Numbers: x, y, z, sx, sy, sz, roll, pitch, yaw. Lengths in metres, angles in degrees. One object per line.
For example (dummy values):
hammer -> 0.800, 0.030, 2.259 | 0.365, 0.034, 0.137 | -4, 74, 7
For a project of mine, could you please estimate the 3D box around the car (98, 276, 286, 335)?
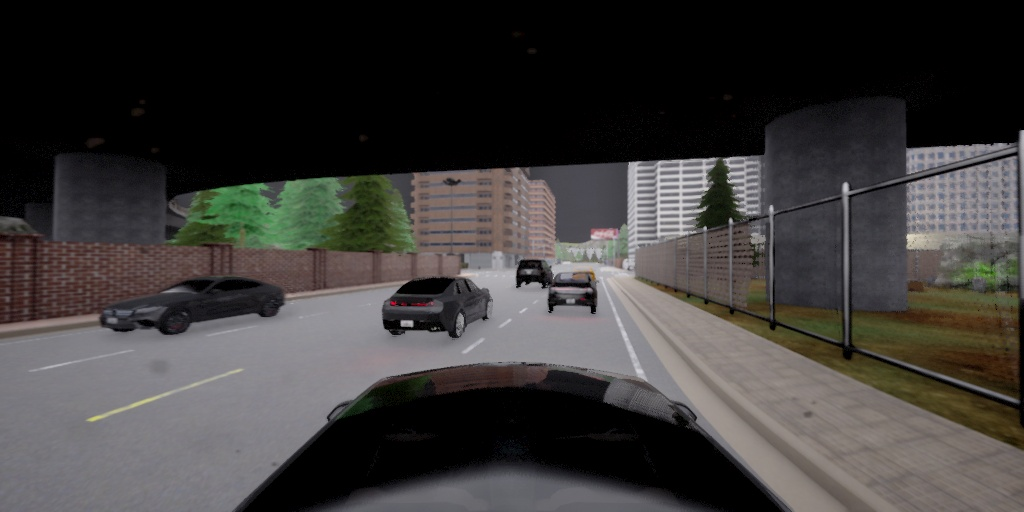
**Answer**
car -> -9.230, 1.344, 10.969 | 1.812, 1.442, 4.674 | 0, -1, 11

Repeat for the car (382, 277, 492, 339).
car -> -1.925, 1.351, 10.554 | 1.837, 1.490, 4.892 | 0, -1, 11

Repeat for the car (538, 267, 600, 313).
car -> 2.590, 1.415, 15.040 | 2.128, 1.511, 4.902 | 0, -1, 12

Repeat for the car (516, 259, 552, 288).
car -> 1.759, 1.288, 27.325 | 2.150, 2.045, 5.566 | 0, -1, 13
